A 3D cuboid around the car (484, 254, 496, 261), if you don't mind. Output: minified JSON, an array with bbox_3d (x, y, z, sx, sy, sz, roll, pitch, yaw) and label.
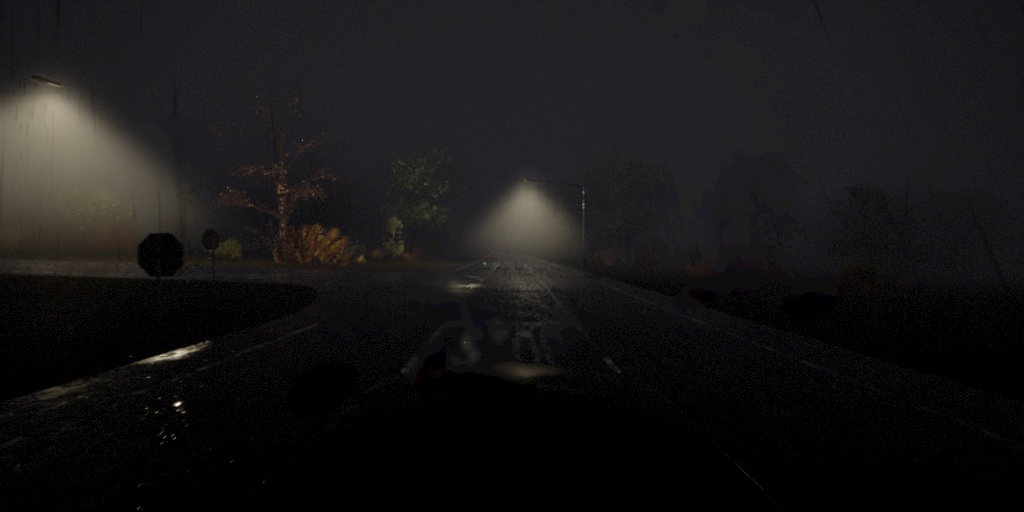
[{"bbox_3d":[-3.730,0.243,60.536,1.895,1.301,4.718,0,1,-1],"label":"car"}]
